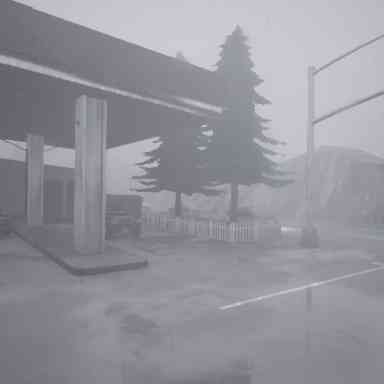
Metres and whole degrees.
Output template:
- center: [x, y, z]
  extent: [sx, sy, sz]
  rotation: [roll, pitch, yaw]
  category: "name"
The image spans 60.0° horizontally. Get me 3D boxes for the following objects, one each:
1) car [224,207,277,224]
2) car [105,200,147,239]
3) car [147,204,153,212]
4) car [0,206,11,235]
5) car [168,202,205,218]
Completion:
- center: [4.307, 1.814, 24.936]
  extent: [1.994, 1.385, 4.181]
  rotation: [1, 0, -35]
  category: "car"
- center: [-4.413, 1.446, 18.345]
  extent: [1.905, 1.878, 3.866]
  rotation: [1, 0, -36]
  category: "car"
- center: [-6.496, 1.649, 40.309]
  extent: [1.812, 1.442, 4.674]
  rotation: [1, 0, -35]
  category: "car"
- center: [-11.544, 1.522, 18.557]
  extent: [2.242, 1.667, 4.611]
  rotation: [1, 0, -36]
  category: "car"
- center: [-0.606, 1.718, 31.937]
  extent: [1.812, 1.442, 4.674]
  rotation: [1, 0, -35]
  category: "car"
